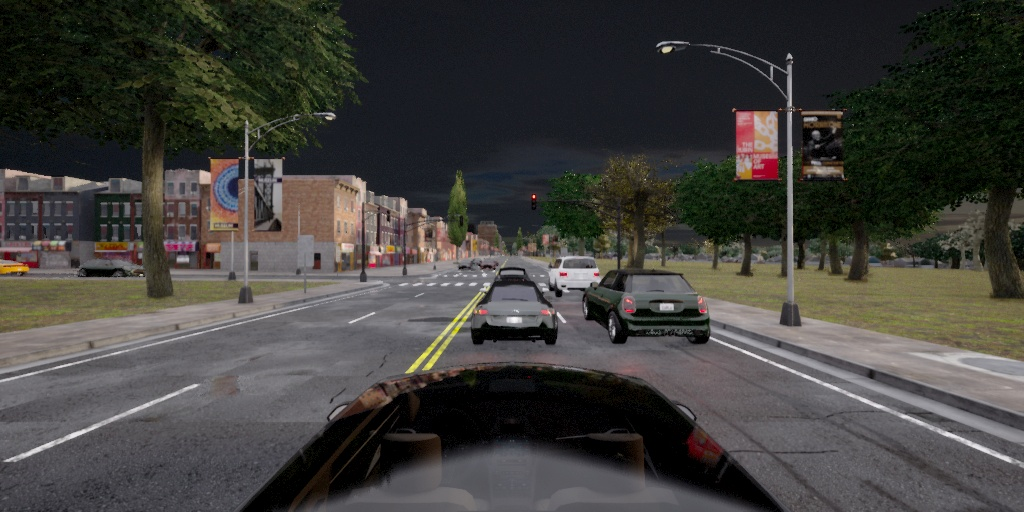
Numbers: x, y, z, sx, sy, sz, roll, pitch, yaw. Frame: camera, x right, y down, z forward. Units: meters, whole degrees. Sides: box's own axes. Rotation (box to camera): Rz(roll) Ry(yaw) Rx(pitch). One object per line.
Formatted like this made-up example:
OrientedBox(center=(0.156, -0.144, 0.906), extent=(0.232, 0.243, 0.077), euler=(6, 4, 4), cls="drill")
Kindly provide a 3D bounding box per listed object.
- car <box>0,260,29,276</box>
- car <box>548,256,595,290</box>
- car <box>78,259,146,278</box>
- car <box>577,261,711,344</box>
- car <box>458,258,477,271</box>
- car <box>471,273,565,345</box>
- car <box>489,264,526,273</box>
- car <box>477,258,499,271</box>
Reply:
OrientedBox(center=(-48.975, 1.116, 33.856), extent=(5.008, 1.535, 1.882), euler=(0, 0, 0), cls="car")
OrientedBox(center=(3.257, 1.053, 19.487), extent=(2.150, 2.045, 5.566), euler=(0, 0, 0), cls="car")
OrientedBox(center=(-34.282, 1.055, 30.984), extent=(4.553, 1.767, 2.097), euler=(0, 0, 0), cls="car")
OrientedBox(center=(3.310, 1.121, 9.774), extent=(2.097, 1.767, 4.553), euler=(0, 0, 0), cls="car")
OrientedBox(center=(-6.700, 1.324, 52.343), extent=(1.837, 1.490, 4.892), euler=(0, 0, 0), cls="car")
OrientedBox(center=(0.058, 1.332, 9.576), extent=(1.994, 1.385, 4.181), euler=(0, 0, 0), cls="car")
OrientedBox(center=(0.008, 1.330, 18.488), extent=(1.837, 1.490, 4.892), euler=(0, 0, 0), cls="car")
OrientedBox(center=(-3.449, 1.174, 51.984), extent=(2.097, 1.767, 4.553), euler=(0, 0, 0), cls="car")
